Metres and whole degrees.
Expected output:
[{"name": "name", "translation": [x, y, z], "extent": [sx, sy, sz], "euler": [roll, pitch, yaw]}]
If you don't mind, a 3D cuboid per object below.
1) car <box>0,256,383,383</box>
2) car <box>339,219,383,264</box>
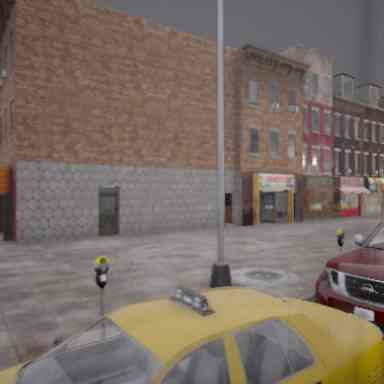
[{"name": "car", "translation": [-0.223, 1.525, 2.654], "extent": [4.829, 1.417, 1.752], "euler": [0, 0, -35]}, {"name": "car", "translation": [4.354, 1.312, 5.919], "extent": [5.009, 1.841, 2.192], "euler": [0, 0, -35]}]
